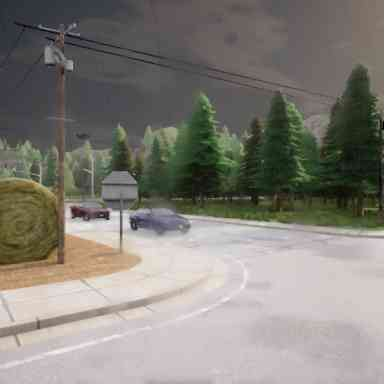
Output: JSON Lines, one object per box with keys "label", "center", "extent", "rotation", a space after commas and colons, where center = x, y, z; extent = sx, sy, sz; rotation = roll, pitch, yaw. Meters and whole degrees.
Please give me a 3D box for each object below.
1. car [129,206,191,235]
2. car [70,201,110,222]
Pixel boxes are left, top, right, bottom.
{"label": "car", "center": [-2.008, 1.568, 19.217], "extent": [1.812, 1.442, 4.674], "rotation": [0, 0, -38]}
{"label": "car", "center": [-8.445, 1.519, 27.389], "extent": [1.882, 1.535, 5.008], "rotation": [0, 0, -38]}
